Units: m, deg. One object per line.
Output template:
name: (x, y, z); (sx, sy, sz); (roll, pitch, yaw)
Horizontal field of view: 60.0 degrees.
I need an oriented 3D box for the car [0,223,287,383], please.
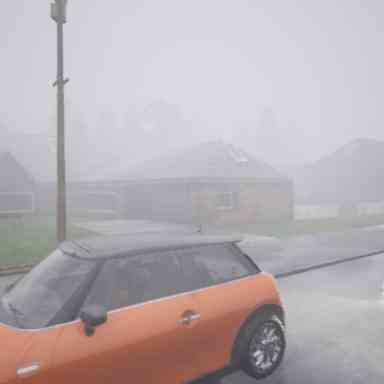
car: (-1.034, 1.340, 3.846); (4.553, 1.767, 2.097); (-1, 0, -35)
